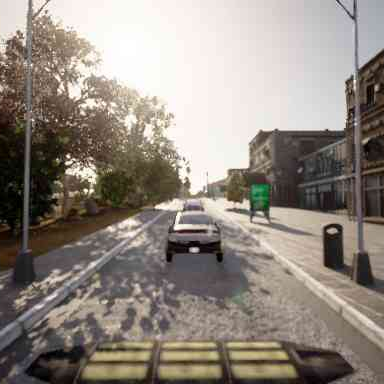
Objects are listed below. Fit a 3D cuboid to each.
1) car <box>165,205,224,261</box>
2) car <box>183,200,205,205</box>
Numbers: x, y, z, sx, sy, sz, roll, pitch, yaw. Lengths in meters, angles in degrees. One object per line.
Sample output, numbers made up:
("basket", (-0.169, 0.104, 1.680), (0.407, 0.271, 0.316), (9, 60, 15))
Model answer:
("car", (0.091, 1.451, 12.110), (2.128, 1.511, 4.902), (0, 1, 1))
("car", (0.139, 1.394, 29.067), (1.812, 1.442, 4.674), (0, 0, 0))
